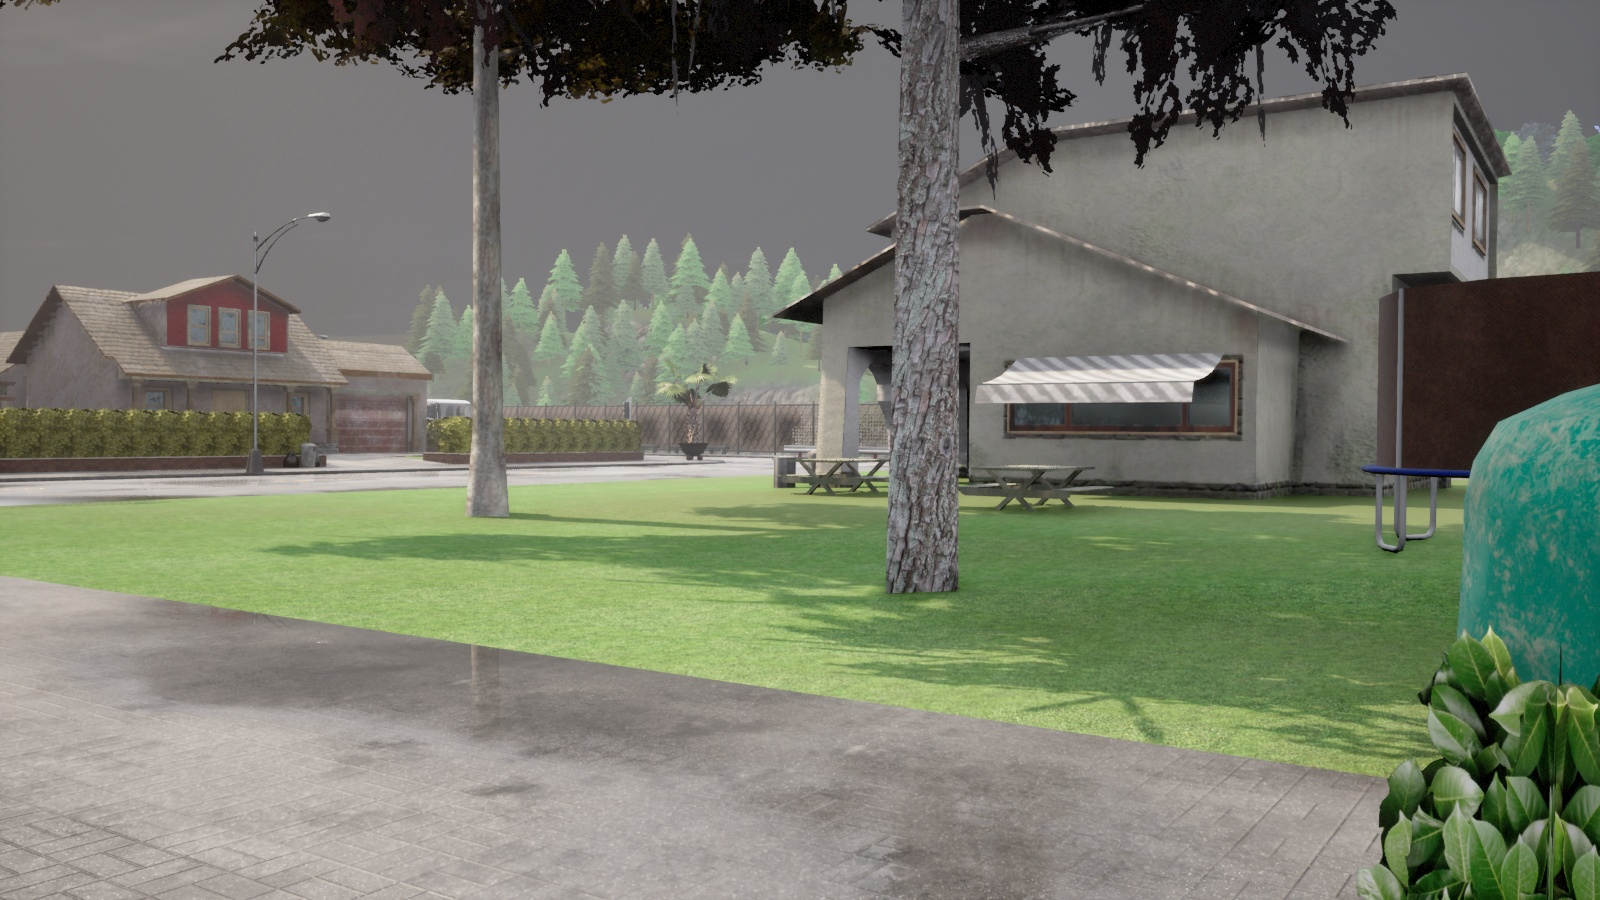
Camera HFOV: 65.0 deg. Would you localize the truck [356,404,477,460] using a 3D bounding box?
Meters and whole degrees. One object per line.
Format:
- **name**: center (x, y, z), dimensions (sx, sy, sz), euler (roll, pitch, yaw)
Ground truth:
- **truck**: center (-24.410, -1.120, 79.860), dimensions (7.936, 3.462, 2.891), euler (0, 1, 33)
